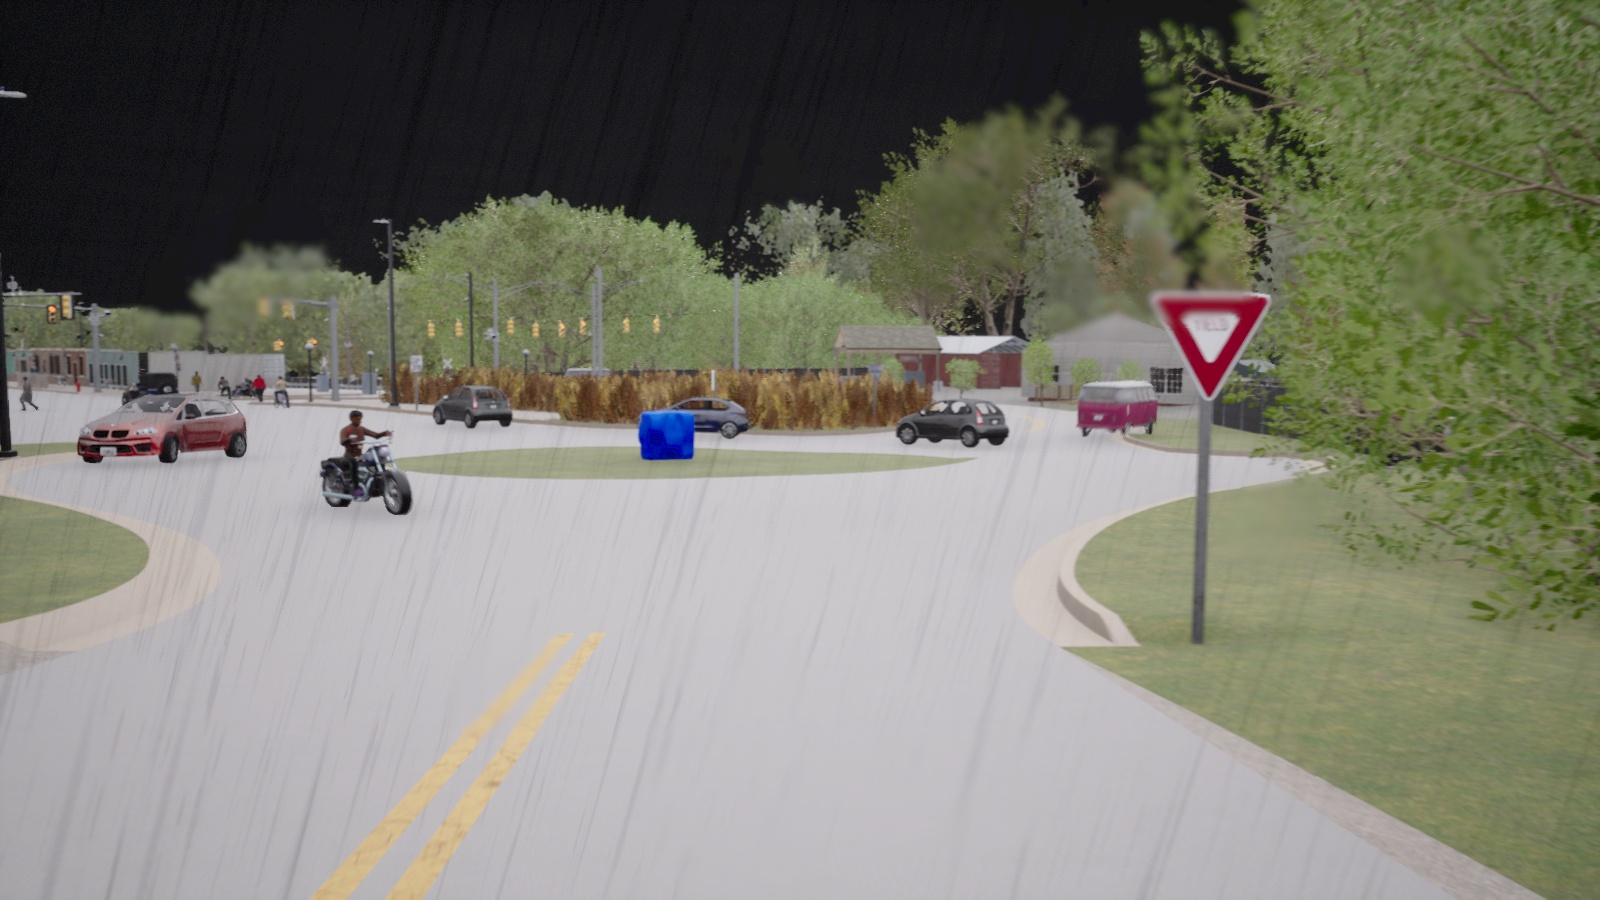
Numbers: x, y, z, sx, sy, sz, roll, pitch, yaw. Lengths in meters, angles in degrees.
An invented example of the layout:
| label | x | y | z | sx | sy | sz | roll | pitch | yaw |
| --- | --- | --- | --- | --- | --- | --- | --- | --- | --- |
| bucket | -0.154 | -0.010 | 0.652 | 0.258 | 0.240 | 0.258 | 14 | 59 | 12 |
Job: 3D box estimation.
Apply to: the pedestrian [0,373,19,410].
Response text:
| label | x | y | z | sx | sy | sz | roll | pitch | yaw |
| --- | --- | --- | --- | --- | --- | --- | --- | --- | --- |
| pedestrian | -39.479 | -2.894 | 62.490 | 0.328 | 1.805 | 0.869 | 4 | 6 | 34 |

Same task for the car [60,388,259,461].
| label | x | y | z | sx | sy | sz | roll | pitch | yaw |
| --- | --- | --- | --- | --- | --- | --- | --- | --- | --- |
| car | -15.710 | -0.669 | 31.147 | 2.242 | 1.667 | 4.611 | 0 | 2 | 5 |

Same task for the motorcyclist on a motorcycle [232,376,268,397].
| label | x | y | z | sx | sy | sz | roll | pitch | yaw |
| --- | --- | --- | --- | --- | --- | --- | --- | --- | --- |
| motorcyclist on a motorcycle | -39.306 | -4.528 | 89.717 | 0.866 | 1.530 | 2.191 | 3 | 4 | 43 |

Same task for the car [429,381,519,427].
| label | x | y | z | sx | sy | sz | roll | pitch | yaw |
| --- | --- | --- | --- | --- | --- | --- | --- | --- | --- |
| car | -12.932 | -1.847 | 49.722 | 1.851 | 1.617 | 3.988 | -4 | 7 | -40 |

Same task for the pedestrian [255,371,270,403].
| label | x | y | z | sx | sy | sz | roll | pitch | yaw |
| --- | --- | --- | --- | --- | --- | --- | --- | --- | --- |
| pedestrian | -32.398 | -3.806 | 75.660 | 0.634 | 1.844 | 0.899 | -3 | 6 | -35 |

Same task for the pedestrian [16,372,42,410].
| label | x | y | z | sx | sy | sz | roll | pitch | yaw |
| --- | --- | --- | --- | --- | --- | --- | --- | --- | --- |
| pedestrian | -39.844 | -3.051 | 64.899 | 0.659 | 1.952 | 0.873 | 5 | 7 | 42 |

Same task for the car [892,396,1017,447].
| label | x | y | z | sx | sy | sz | roll | pitch | yaw |
| --- | --- | --- | --- | --- | --- | --- | --- | --- | --- |
| car | 5.296 | -1.022 | 43.285 | 1.851 | 1.617 | 3.988 | -4 | 5 | -45 |

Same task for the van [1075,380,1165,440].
| label | x | y | z | sx | sy | sz | roll | pitch | yaw |
| --- | --- | --- | --- | --- | --- | --- | --- | --- | --- |
| van | 11.826 | -1.525 | 46.205 | 1.775 | 1.987 | 4.442 | 5 | 6 | 33 |

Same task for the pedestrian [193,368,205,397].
| label | x | y | z | sx | sy | sz | roll | pitch | yaw |
| --- | --- | --- | --- | --- | --- | --- | --- | --- | --- |
| pedestrian | -38.848 | -4.386 | 81.176 | 0.431 | 1.840 | 0.709 | -5 | 7 | -44 |

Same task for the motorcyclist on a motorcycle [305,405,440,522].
| label | x | y | z | sx | sy | sz | roll | pitch | yaw |
| --- | --- | --- | --- | --- | --- | --- | --- | --- | --- |
| motorcyclist on a motorcycle | -6.705 | 0.164 | 19.638 | 2.350 | 1.649 | 0.766 | 3 | 7 | 38 |

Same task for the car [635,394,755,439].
| label | x | y | z | sx | sy | sz | roll | pitch | yaw |
| --- | --- | --- | --- | --- | --- | --- | --- | --- | --- |
| car | -3.865 | -1.256 | 46.484 | 4.193 | 1.474 | 1.816 | 2 | 4 | 3 |

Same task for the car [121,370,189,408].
| label | x | y | z | sx | sy | sz | roll | pitch | yaw |
| --- | --- | --- | --- | --- | --- | --- | --- | --- | --- |
| car | -33.318 | -3.148 | 64.832 | 3.866 | 1.878 | 1.905 | 3 | 5 | 44 |
